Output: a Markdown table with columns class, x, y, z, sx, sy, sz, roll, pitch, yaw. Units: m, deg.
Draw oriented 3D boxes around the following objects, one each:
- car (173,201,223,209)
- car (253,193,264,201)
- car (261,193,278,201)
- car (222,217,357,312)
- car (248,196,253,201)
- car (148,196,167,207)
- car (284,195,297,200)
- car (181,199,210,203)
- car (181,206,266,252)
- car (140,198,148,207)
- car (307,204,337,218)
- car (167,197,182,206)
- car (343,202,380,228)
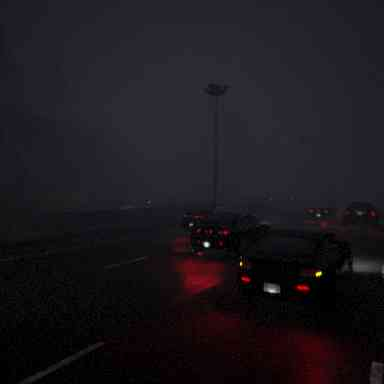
| class | x | y | z | sx | sy | sz | roll | pitch | yaw |
| --- | --- | --- | --- | --- | --- | --- | --- | --- | --- |
| car | 1.243 | 1.491 | 19.155 | 2.128 | 1.511 | 4.902 | 1 | 0 | 31 |
| car | 17.351 | 1.331 | 80.089 | 2.150 | 2.045 | 5.566 | 1 | 0 | 31 |
| car | 17.624 | 1.631 | 73.755 | 1.837 | 1.490 | 4.892 | 1 | 0 | 31 |
| car | 2.612 | 1.544 | 7.864 | 1.812 | 1.442 | 4.674 | 1 | 0 | 31 |
| car | 15.813 | 1.643 | 84.328 | 1.895 | 1.301 | 4.718 | 1 | 0 | 31 |
| car | -3.486 | 1.446 | 45.606 | 1.837 | 1.490 | 4.892 | 1 | 0 | 31 |
| car | 22.020 | 1.526 | 74.272 | 2.097 | 1.767 | 4.553 | 1 | 0 | 31 |
| car | 1.085 | 1.590 | 39.640 | 1.895 | 1.301 | 4.718 | 1 | 0 | 31 |
| car | 1.749 | 1.512 | 13.213 | 1.837 | 1.490 | 4.892 | 1 | 0 | 31 |
| car | -5.581 | 1.399 | 48.904 | 1.882 | 1.535 | 5.008 | 1 | 0 | 31 |
| car | 11.867 | 1.697 | 30.031 | 1.895 | 1.301 | 4.718 | 1 | 0 | 31 |
| car | -0.809 | 1.570 | 43.276 | 1.895 | 1.301 | 4.718 | 1 | 0 | 31 |
| car | 12.051 | 1.453 | 23.542 | 2.097 | 1.767 | 4.553 | 1 | 0 | 31 |
